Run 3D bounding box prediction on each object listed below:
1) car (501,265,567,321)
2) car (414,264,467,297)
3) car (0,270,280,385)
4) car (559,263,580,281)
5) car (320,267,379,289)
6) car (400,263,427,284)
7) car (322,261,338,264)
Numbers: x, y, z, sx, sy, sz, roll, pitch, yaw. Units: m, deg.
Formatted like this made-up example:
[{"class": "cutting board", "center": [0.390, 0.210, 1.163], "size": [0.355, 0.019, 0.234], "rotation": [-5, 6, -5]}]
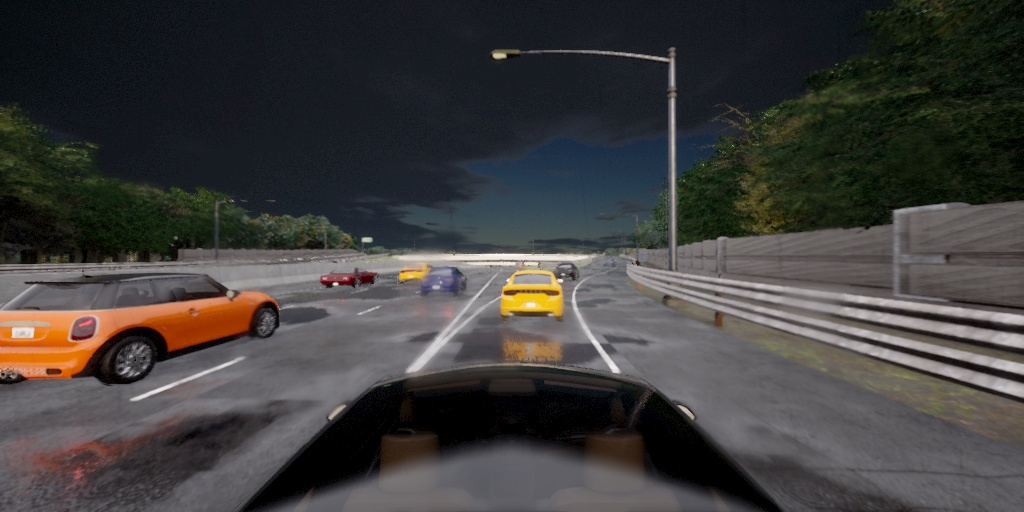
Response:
[{"class": "car", "center": [0.775, 1.231, 12.566], "size": [1.882, 1.535, 5.008], "rotation": [0, 0, 6]}, {"class": "car", "center": [-3.506, 1.289, 18.886], "size": [1.812, 1.442, 4.674], "rotation": [0, 0, 0]}, {"class": "car", "center": [-6.902, 1.104, 7.188], "size": [2.097, 1.767, 4.553], "rotation": [0, 0, 0]}, {"class": "car", "center": [4.809, 1.347, 31.412], "size": [1.812, 1.442, 4.674], "rotation": [-1, -1, 16]}, {"class": "car", "center": [-10.408, 1.369, 23.400], "size": [1.895, 1.301, 4.718], "rotation": [0, 0, 0]}, {"class": "car", "center": [-6.909, 1.257, 26.968], "size": [1.882, 1.535, 5.008], "rotation": [0, 0, 0]}, {"class": "car", "center": [-28.063, 1.523, 54.815], "size": [1.837, 1.490, 4.892], "rotation": [0, 0, 1]}]
